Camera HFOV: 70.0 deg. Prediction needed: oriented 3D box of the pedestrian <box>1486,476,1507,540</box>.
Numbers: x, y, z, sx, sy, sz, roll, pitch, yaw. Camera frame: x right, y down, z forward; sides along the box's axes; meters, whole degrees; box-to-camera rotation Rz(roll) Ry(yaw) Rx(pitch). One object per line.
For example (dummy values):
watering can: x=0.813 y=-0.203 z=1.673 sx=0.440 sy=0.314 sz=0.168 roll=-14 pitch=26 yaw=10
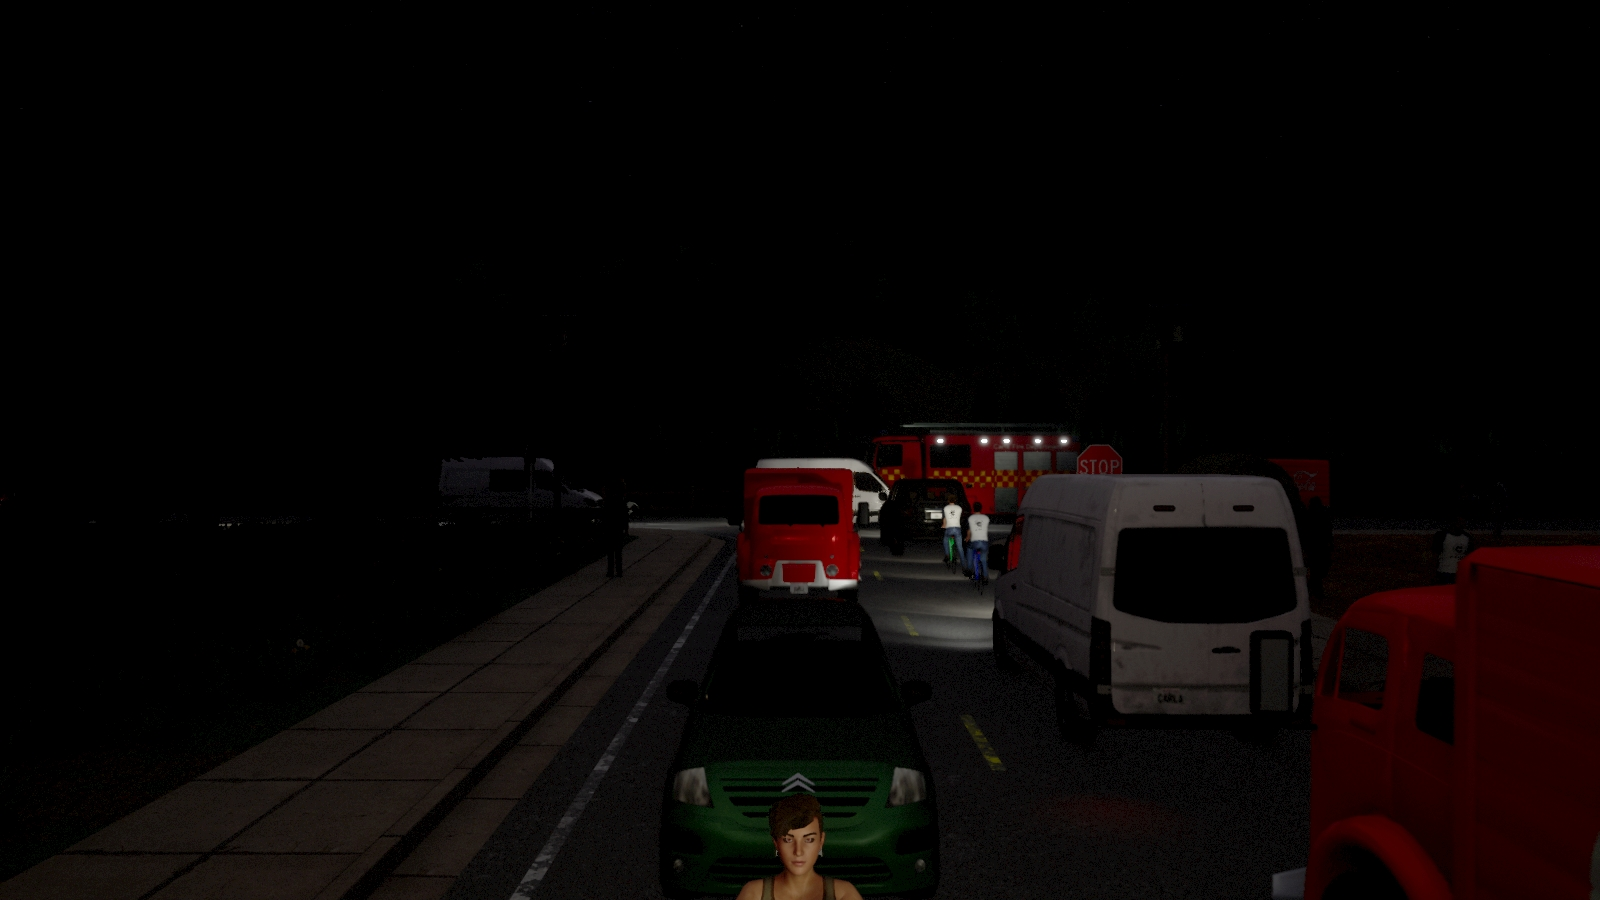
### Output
pedestrian: x=20.443 y=1.689 z=33.521 sx=0.375 sy=1.860 sz=0.375 roll=0 pitch=0 yaw=-23

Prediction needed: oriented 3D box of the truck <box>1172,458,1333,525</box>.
truck: x=17.381 y=1.565 z=44.136 sx=5.204 sy=2.467 sz=2.627 roll=0 pitch=0 yaw=3

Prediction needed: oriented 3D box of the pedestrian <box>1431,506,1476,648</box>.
pedestrian: x=8.783 y=1.700 z=15.364 sx=0.375 sy=1.860 sz=0.375 roll=0 pitch=0 yaw=-7

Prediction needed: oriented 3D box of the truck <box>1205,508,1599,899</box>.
truck: x=3.500 y=1.585 z=3.554 sx=2.627 sy=2.467 sz=5.204 roll=0 pitch=1 yaw=0

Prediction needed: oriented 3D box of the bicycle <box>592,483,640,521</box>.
bicycle: x=-7.311 y=2.052 z=45.343 sx=1.835 sy=1.471 sz=0.329 roll=0 pitch=0 yaw=3

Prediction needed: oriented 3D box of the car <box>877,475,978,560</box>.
car: x=3.475 y=1.799 z=32.193 sx=2.150 sy=2.045 sz=5.566 roll=0 pitch=0 yaw=-1

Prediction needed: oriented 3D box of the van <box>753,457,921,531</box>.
van: x=1.331 y=1.557 z=41.342 sx=5.915 sy=2.561 sz=1.988 roll=-1 pitch=0 yaw=3

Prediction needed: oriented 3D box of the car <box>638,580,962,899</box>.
car: x=-0.002 y=2.005 z=8.518 sx=1.851 sy=1.617 sz=3.988 roll=0 pitch=0 yaw=0

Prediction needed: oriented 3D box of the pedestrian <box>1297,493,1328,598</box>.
pedestrian: x=9.244 y=1.704 z=20.605 sx=0.375 sy=1.860 sz=0.375 roll=0 pitch=0 yaw=-8

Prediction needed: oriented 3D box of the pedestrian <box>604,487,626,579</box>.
pedestrian: x=-3.813 y=1.709 z=23.569 sx=0.375 sy=1.860 sz=0.375 roll=0 pitch=0 yaw=0

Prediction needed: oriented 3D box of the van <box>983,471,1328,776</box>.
van: x=3.517 y=1.540 z=12.745 sx=1.988 sy=2.561 sz=5.915 roll=0 pitch=-1 yaw=0

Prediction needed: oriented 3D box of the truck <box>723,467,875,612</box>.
truck: x=-0.034 y=1.587 z=22.424 sx=2.627 sy=2.467 sz=5.204 roll=0 pitch=0 yaw=0

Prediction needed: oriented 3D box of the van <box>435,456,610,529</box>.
van: x=-10.127 y=1.525 z=41.963 sx=5.915 sy=2.561 sz=1.988 roll=0 pitch=0 yaw=3

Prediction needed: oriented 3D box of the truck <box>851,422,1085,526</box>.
truck: x=6.376 y=0.885 z=44.045 sx=8.468 sy=3.827 sz=2.891 roll=0 pitch=0 yaw=-6
